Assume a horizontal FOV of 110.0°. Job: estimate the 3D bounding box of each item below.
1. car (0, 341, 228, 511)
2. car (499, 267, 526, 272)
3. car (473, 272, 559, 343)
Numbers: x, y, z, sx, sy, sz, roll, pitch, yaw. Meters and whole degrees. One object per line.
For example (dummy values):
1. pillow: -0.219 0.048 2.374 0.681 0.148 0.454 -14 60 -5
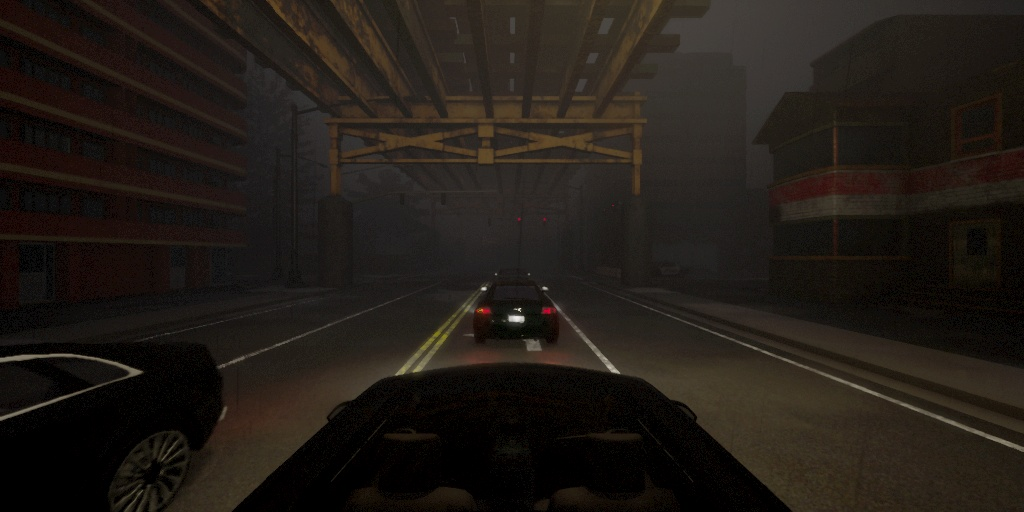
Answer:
1. car: -3.595 1.241 1.301 2.128 1.511 4.902 0 0 0
2. car: 0.032 1.280 19.616 2.033 1.411 5.357 0 0 0
3. car: 0.076 1.311 9.666 1.994 1.385 4.181 0 0 -1
